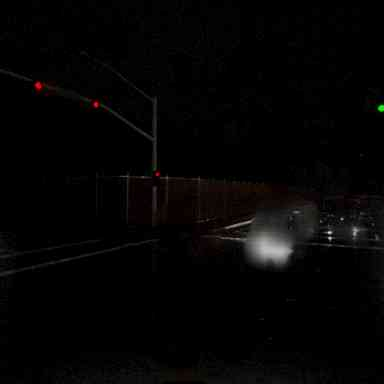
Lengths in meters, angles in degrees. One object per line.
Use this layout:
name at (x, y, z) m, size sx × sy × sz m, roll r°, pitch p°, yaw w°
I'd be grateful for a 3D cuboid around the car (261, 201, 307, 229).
car at (5.928, 1.497, 21.868) m, size 2.128 × 1.511 × 4.902 m, roll 0°, pitch 0°, yaw 27°

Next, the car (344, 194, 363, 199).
car at (19.768, 1.253, 41.153) m, size 2.150 × 2.045 × 5.566 m, roll 0°, pitch 0°, yaw 27°

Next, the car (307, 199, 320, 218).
car at (10.170, 1.543, 30.105) m, size 1.812 × 1.442 × 4.674 m, roll 0°, pitch 0°, yaw 27°

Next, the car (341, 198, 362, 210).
car at (14.929, 1.582, 31.735) m, size 1.994 × 1.385 × 4.181 m, roll 0°, pitch 0°, yaw 27°

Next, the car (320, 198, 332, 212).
car at (14.967, 1.579, 39.490) m, size 2.033 × 1.411 × 5.357 m, roll 0°, pitch 0°, yaw 27°

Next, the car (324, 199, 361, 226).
car at (10.863, 1.511, 23.811) m, size 1.837 × 1.490 × 4.892 m, roll 0°, pitch 0°, yaw 27°
